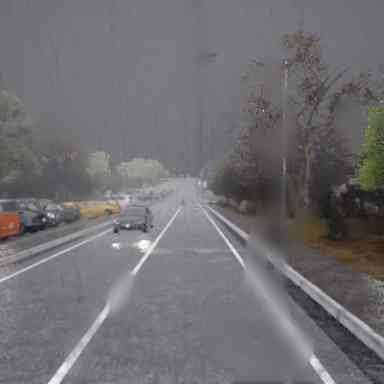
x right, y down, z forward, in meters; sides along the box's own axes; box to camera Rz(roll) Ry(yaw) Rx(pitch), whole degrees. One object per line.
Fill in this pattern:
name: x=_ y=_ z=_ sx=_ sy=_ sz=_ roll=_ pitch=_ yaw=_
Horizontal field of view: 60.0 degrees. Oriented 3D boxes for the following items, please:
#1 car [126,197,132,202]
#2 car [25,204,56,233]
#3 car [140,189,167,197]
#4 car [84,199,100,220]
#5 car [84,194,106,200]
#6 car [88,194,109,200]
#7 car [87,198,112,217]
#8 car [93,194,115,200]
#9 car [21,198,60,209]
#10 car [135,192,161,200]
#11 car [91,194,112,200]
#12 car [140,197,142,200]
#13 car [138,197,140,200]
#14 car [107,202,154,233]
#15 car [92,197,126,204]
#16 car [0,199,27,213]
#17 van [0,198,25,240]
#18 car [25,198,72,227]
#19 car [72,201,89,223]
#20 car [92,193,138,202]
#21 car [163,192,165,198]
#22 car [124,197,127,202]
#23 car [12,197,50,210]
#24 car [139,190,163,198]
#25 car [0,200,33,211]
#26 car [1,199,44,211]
car: x=-10.390 y=1.666 z=40.062 sx=5.366 sy=1.575 sz=1.946 roll=0 pitch=-1 yaw=0
car: x=-10.274 y=1.548 z=17.864 sx=4.792 sy=1.488 sz=2.163 roll=0 pitch=0 yaw=0
car: x=-10.400 y=0.992 z=89.347 sx=5.566 sy=2.045 sz=2.435 roll=0 pitch=0 yaw=0
car: x=-10.415 y=1.543 z=26.184 sx=5.366 sy=1.575 sz=1.946 roll=0 pitch=0 yaw=0
car: x=-23.476 y=1.290 z=80.830 sx=4.674 sy=1.452 sz=2.002 roll=0 pitch=0 yaw=0
car: x=-23.469 y=1.295 z=83.615 sx=4.674 sy=1.452 sz=2.002 roll=0 pitch=0 yaw=0
car: x=-10.040 y=1.562 z=28.836 sx=5.366 sy=1.575 sz=1.946 roll=0 pitch=-1 yaw=0
car: x=-23.636 y=1.239 z=89.320 sx=5.366 sy=1.575 sz=1.946 roll=0 pitch=0 yaw=0
car: x=-23.260 y=1.772 z=51.061 sx=5.008 sy=1.535 sz=2.097 roll=0 pitch=-1 yaw=0
car: x=-10.371 y=1.275 z=78.205 sx=4.792 sy=1.488 sz=2.163 roll=0 pitch=0 yaw=0
car: x=-23.487 y=1.283 z=86.527 sx=4.792 sy=1.488 sz=2.163 roll=0 pitch=0 yaw=0
car: x=-10.161 y=1.778 z=48.389 sx=4.792 sy=1.488 sz=2.163 roll=0 pitch=-1 yaw=0
car: x=-10.200 y=1.722 z=45.614 sx=5.008 sy=1.535 sz=2.097 roll=0 pitch=-1 yaw=0
car: x=-3.369 y=1.545 z=19.792 sx=1.837 sy=1.490 sz=4.892 roll=0 pitch=0 yaw=0
car: x=-10.029 y=1.614 z=34.509 sx=5.366 sy=1.575 sz=1.946 roll=0 pitch=-1 yaw=0
car: x=-23.099 y=1.666 z=40.103 sx=5.366 sy=1.575 sz=1.946 roll=0 pitch=-1 yaw=0
van: x=-10.366 y=1.290 z=15.087 sx=4.442 sy=1.987 sz=1.878 roll=0 pitch=0 yaw=0
car: x=-10.271 y=1.397 z=20.637 sx=4.553 sy=1.767 sz=2.185 roll=0 pitch=0 yaw=0
car: x=-10.229 y=1.532 z=23.416 sx=4.892 sy=1.521 sz=2.231 roll=0 pitch=0 yaw=0
car: x=-10.228 y=1.444 z=42.840 sx=5.566 sy=2.045 sz=2.435 roll=0 pitch=-1 yaw=0
car: x=-10.373 y=1.255 z=86.555 sx=5.008 sy=1.535 sz=2.097 roll=0 pitch=0 yaw=0
car: x=-10.216 y=1.644 z=37.285 sx=4.892 sy=1.521 sz=2.231 roll=0 pitch=-1 yaw=0
car: x=-23.301 y=1.621 z=48.290 sx=4.553 sy=1.767 sz=2.185 roll=0 pitch=-1 yaw=0
car: x=-10.417 y=1.131 z=83.775 sx=4.553 sy=1.767 sz=2.185 roll=0 pitch=0 yaw=0
car: x=-23.277 y=1.735 z=42.873 sx=4.674 sy=1.452 sz=2.002 roll=0 pitch=-1 yaw=0
car: x=-23.245 y=1.751 z=45.643 sx=4.792 sy=1.488 sz=2.163 roll=0 pitch=-1 yaw=0
